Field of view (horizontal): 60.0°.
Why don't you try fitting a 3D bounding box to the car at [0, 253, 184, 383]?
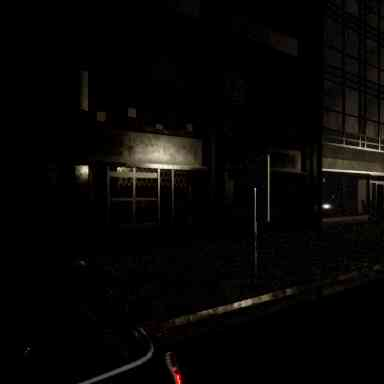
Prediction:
[{"bbox_3d":[-2.231,1.352,1.738,4.553,1.767,2.097,0,0,-35],"label":"car"}]
